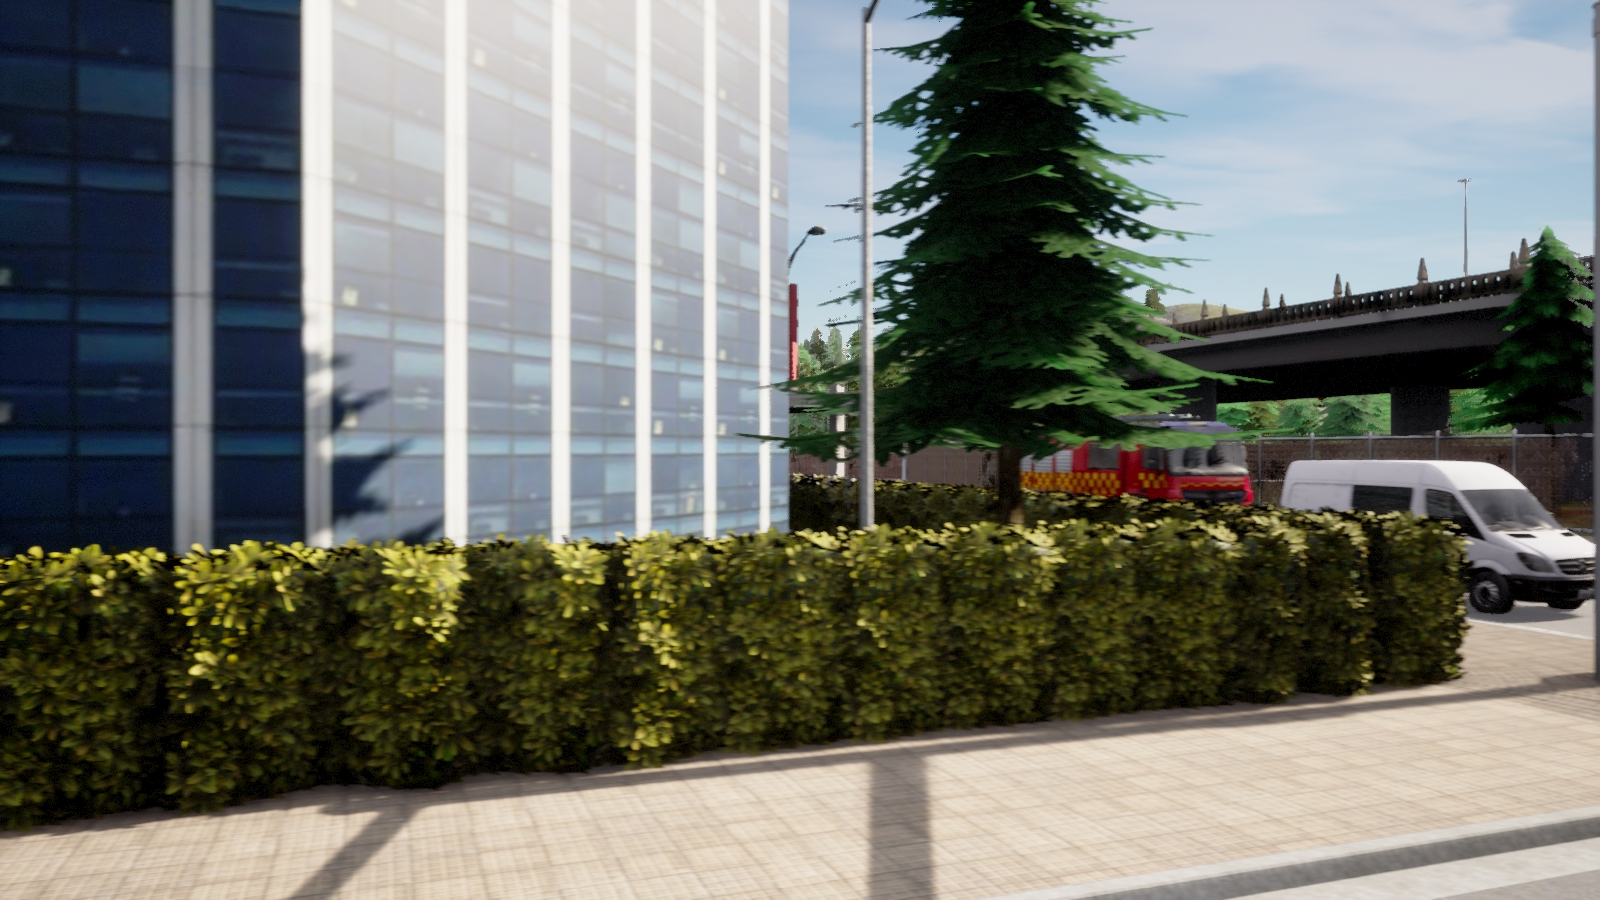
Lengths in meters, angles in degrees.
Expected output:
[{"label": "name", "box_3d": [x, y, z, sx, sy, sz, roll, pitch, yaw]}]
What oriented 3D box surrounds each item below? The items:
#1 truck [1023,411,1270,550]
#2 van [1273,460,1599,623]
[{"label": "truck", "box_3d": [10.491, 0.833, 35.838, 2.891, 3.827, 8.468, 0, 0, -20]}, {"label": "van", "box_3d": [11.777, 1.478, 21.332, 1.988, 2.561, 5.915, 0, 0, -20]}]
